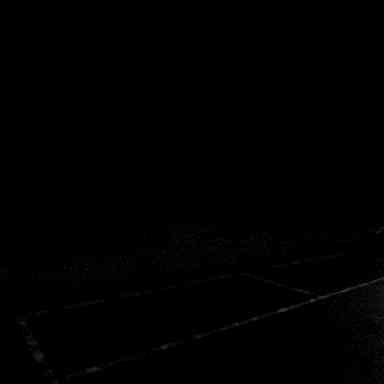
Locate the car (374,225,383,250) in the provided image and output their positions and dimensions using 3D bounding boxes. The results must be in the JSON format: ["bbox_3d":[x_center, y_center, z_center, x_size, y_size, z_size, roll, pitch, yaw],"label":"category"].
[{"bbox_3d":[8.882,1.429,12.969,4.097,1.590,1.967,0,-1,-35],"label":"car"}]
